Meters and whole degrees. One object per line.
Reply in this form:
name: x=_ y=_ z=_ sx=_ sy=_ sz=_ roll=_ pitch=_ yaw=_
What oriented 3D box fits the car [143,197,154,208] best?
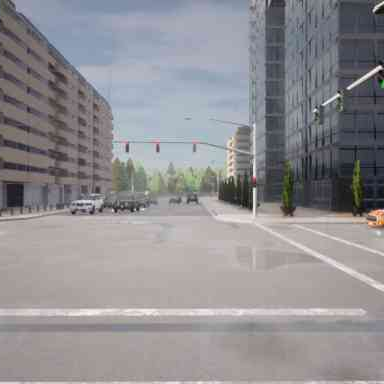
car: x=-7.311 y=1.547 z=48.399 sx=2.033 sy=1.411 sz=5.357 roll=0 pitch=0 yaw=1

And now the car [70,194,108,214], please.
car: x=-10.918 y=1.221 z=34.981 sx=2.150 sy=2.045 sz=5.566 roll=0 pitch=0 yaw=-1

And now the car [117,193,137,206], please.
car: x=-10.721 y=1.221 z=55.027 sx=2.150 sy=2.045 sz=5.566 roll=0 pitch=0 yaw=1

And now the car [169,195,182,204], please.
car: x=-3.414 y=1.526 z=64.283 sx=1.812 sy=1.442 sz=4.674 roll=0 pitch=0 yaw=1

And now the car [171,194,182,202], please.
car: x=-3.389 y=1.355 z=74.301 sx=2.097 sy=1.767 sz=4.553 roll=0 pitch=0 yaw=1

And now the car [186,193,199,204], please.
car: x=0.080 y=1.221 z=63.864 sx=2.150 sy=2.045 sz=5.566 roll=0 pitch=0 yaw=1

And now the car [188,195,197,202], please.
car: x=0.119 y=1.500 z=74.577 sx=1.837 sy=1.490 sz=4.892 roll=0 pitch=0 yaw=1

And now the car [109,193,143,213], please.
car: x=-7.408 y=1.221 z=38.155 sx=2.150 sy=2.045 sz=5.566 roll=0 pitch=0 yaw=1

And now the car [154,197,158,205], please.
car: x=-7.171 y=1.564 z=58.419 sx=1.994 sy=1.385 sz=4.181 roll=0 pitch=0 yaw=1

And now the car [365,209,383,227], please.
car: x=13.585 y=1.407 z=21.136 sx=4.553 sy=1.767 sz=2.097 roll=0 pitch=0 yaw=0
